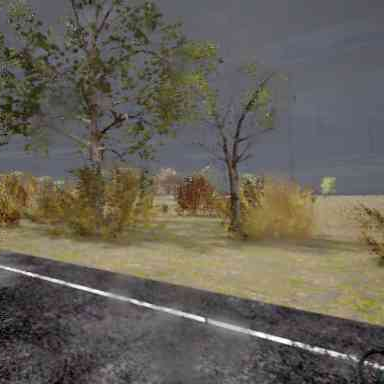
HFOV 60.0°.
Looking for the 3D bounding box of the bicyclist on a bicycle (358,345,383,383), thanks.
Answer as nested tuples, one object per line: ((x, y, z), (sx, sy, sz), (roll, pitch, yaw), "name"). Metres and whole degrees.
((2.469, 1.436, 3.317), (1.509, 1.612, 0.866), (0, 0, 35), "bicyclist on a bicycle")
